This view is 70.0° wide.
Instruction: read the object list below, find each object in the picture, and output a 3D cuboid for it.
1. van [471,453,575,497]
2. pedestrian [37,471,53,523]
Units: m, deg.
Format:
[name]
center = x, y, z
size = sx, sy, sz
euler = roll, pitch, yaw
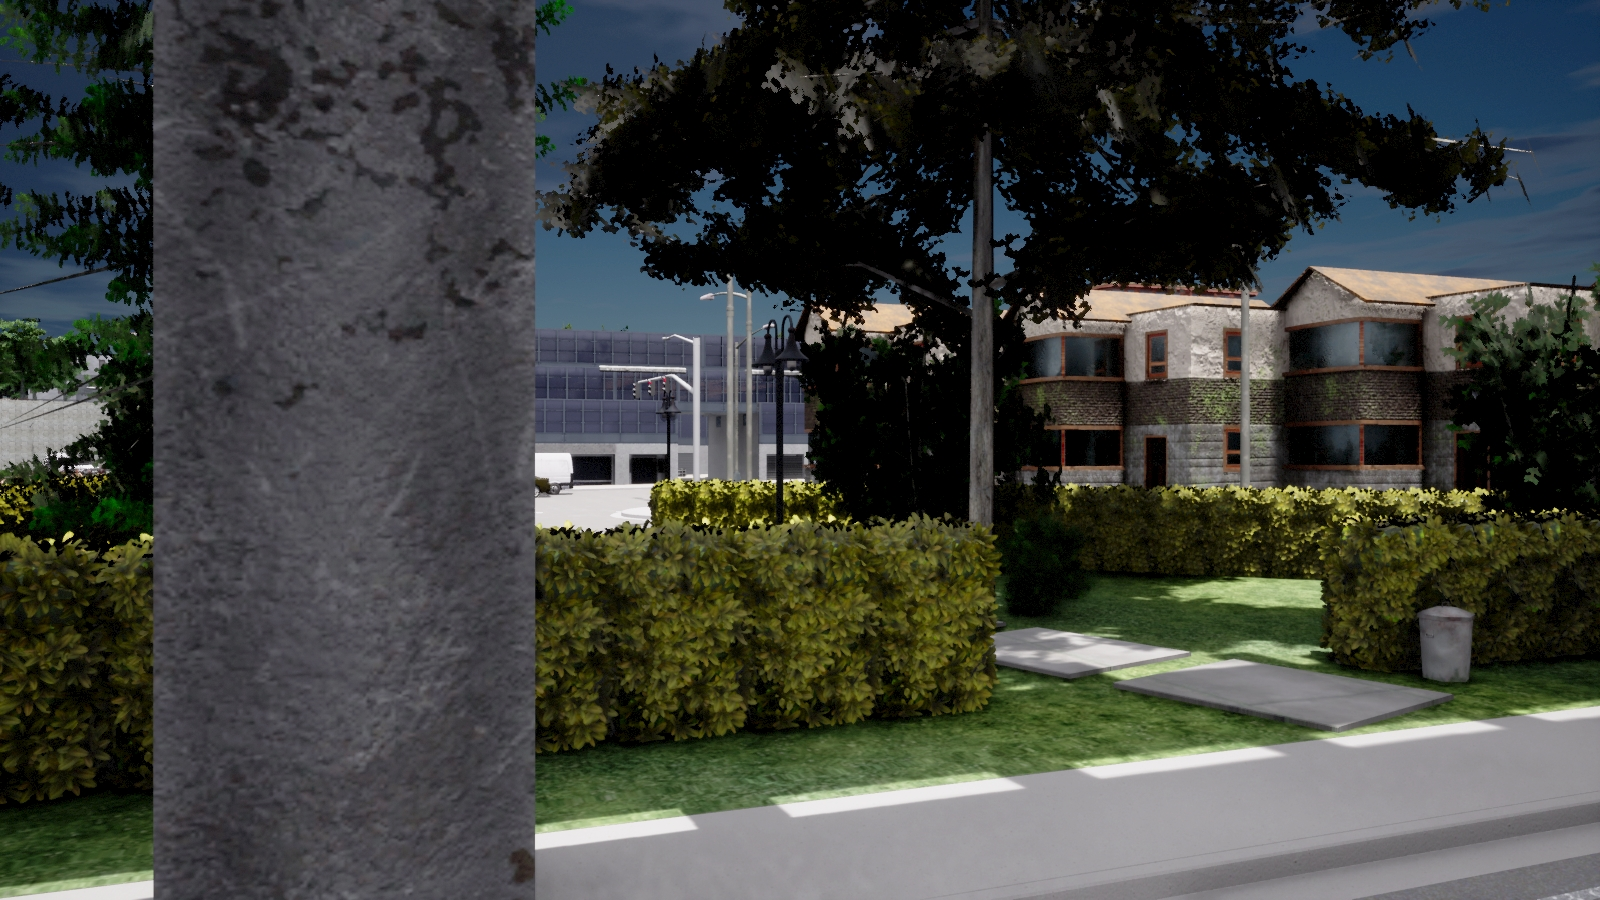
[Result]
[van]
center = -16.820, 1.477, 69.484
size = 5.915, 2.561, 1.988
euler = 0, 0, -21
[pedestrian]
center = -27.220, 1.698, 41.192
size = 0.375, 1.860, 0.375
euler = 0, 0, -10
